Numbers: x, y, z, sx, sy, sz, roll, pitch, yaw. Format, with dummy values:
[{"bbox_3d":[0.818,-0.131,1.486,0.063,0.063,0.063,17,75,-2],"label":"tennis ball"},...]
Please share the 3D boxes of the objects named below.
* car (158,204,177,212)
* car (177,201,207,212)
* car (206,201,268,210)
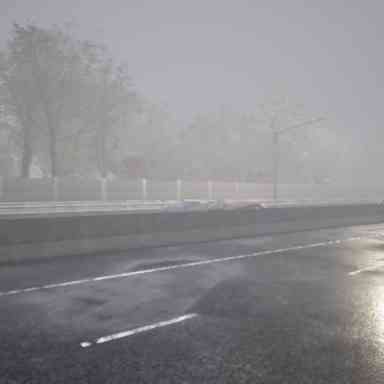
[{"bbox_3d":[-0.356,1.533,29.419,5.357,1.411,2.033,0,0,-36],"label":"car"},{"bbox_3d":[1.647,1.484,26.549,4.902,1.511,2.128,0,0,-35],"label":"car"},{"bbox_3d":[3.679,1.515,23.698,4.892,1.490,1.837,0,0,-35],"label":"car"}]
